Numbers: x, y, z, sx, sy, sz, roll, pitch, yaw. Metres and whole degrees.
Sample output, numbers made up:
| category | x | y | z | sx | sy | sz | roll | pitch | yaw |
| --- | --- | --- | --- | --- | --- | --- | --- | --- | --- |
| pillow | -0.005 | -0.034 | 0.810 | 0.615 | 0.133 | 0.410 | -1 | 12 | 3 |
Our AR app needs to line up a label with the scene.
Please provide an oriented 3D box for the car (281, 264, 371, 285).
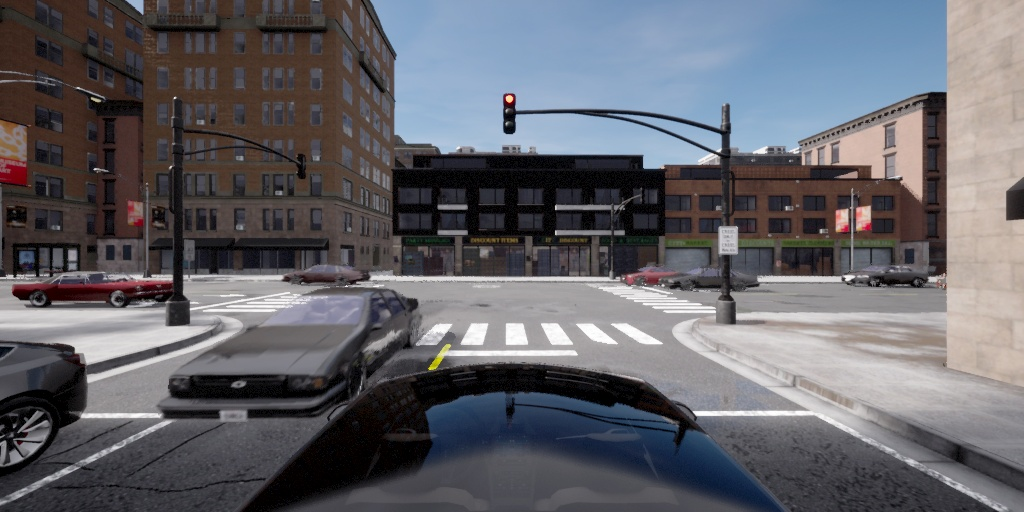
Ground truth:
| category | x | y | z | sx | sy | sz | roll | pitch | yaw |
| --- | --- | --- | --- | --- | --- | --- | --- | --- | --- |
| car | -12.410 | 1.245 | 24.197 | 5.357 | 1.411 | 2.033 | 0 | 0 | -1 |

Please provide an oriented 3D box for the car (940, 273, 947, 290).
| category | x | y | z | sx | sy | sz | roll | pitch | yaw |
| --- | --- | --- | --- | --- | --- | --- | --- | --- | --- |
| car | 28.539 | 1.256 | 21.486 | 4.553 | 1.767 | 2.097 | 0 | 0 | -1 |

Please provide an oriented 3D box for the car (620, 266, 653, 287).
| category | x | y | z | sx | sy | sz | roll | pitch | yaw |
| --- | --- | --- | --- | --- | --- | --- | --- | --- | --- |
| car | 9.610 | 1.370 | 24.486 | 4.181 | 1.385 | 1.994 | 0 | 0 | -1 |

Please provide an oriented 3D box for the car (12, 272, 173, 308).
| category | x | y | z | sx | sy | sz | roll | pitch | yaw |
| --- | --- | --- | --- | --- | --- | --- | --- | --- | --- |
| car | -16.204 | 1.280 | 14.193 | 4.718 | 1.301 | 1.895 | 0 | 0 | -1 |

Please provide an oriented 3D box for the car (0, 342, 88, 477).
| category | x | y | z | sx | sy | sz | roll | pitch | yaw |
| --- | --- | --- | --- | --- | --- | --- | --- | --- | --- |
| car | -5.388 | 1.316 | 2.038 | 1.948 | 1.339 | 4.313 | 0 | 0 | -1 |

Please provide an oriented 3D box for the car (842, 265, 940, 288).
| category | x | y | z | sx | sy | sz | roll | pitch | yaw |
| --- | --- | --- | --- | --- | --- | --- | --- | --- | --- |
| car | 25.600 | 1.382 | 24.697 | 4.902 | 1.511 | 2.128 | 0 | 0 | -1 |

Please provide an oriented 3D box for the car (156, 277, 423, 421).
| category | x | y | z | sx | sy | sz | roll | pitch | yaw |
| --- | --- | --- | --- | --- | --- | --- | --- | --- | --- |
| car | -3.001 | 1.297 | 6.450 | 2.033 | 1.411 | 5.357 | 0 | 0 | -1 |

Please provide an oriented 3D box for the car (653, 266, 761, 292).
| category | x | y | z | sx | sy | sz | roll | pitch | yaw |
| --- | --- | --- | --- | --- | --- | --- | --- | --- | --- |
| car | 11.617 | 1.364 | 21.265 | 5.357 | 1.411 | 2.033 | 0 | 0 | -1 |
